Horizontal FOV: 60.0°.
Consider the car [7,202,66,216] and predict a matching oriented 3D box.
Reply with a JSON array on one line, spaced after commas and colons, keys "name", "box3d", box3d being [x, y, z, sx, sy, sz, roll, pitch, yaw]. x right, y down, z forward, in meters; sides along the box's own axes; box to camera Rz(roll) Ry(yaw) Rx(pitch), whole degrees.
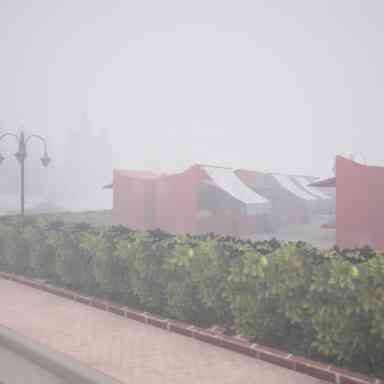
[{"name": "car", "box3d": [-12.968, 1.581, 28.004, 1.812, 1.442, 4.674, 0, 0, 35]}]
